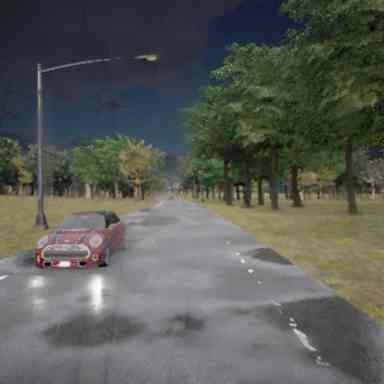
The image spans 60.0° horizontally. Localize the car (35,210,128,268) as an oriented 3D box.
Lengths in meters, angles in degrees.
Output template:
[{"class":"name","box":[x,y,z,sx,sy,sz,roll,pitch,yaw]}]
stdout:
[{"class":"car","box":[-3.671,1.484,11.777,2.097,1.767,4.553,-1,0,-1]}]
